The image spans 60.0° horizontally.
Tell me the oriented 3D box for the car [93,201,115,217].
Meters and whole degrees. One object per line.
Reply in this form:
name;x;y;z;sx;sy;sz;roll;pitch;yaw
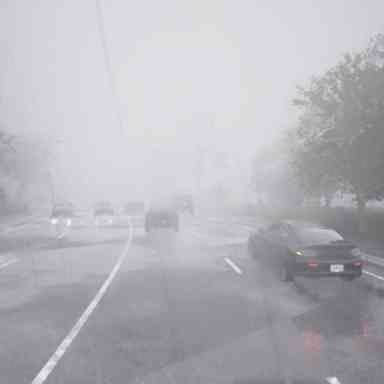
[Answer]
car;-8.571;1.567;32.227;2.033;1.411;5.357;0;0;-17

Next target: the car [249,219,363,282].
car;3.013;1.518;9.636;1.812;1.442;4.674;0;0;-5

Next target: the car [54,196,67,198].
car;-27.133;1.474;68.860;1.882;1.535;5.008;0;0;-37

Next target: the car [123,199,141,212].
car;-6.741;1.496;38.328;1.882;1.535;5.008;0;0;-19

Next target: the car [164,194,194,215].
car;-1.451;1.231;33.445;2.150;2.045;5.566;0;0;-16

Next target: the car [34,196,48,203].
car;-30.720;1.467;67.756;1.994;1.385;4.181;0;0;-37

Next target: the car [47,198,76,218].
car;-11.716;1.571;30.553;2.033;1.411;5.357;0;0;-16

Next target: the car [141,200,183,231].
car;-1.991;1.484;20.569;1.882;1.535;5.008;0;0;-10
